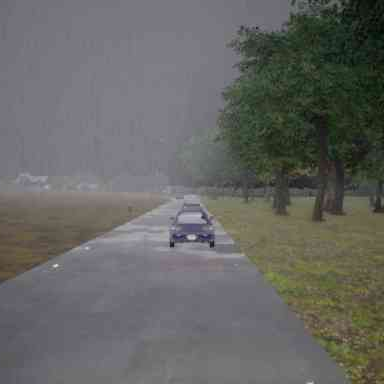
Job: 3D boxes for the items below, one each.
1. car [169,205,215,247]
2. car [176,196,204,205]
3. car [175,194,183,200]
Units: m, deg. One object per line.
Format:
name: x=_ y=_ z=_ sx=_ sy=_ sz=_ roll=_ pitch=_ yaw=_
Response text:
car: x=0.000 y=1.509 z=14.648 sx=1.812 sy=1.442 sz=4.674 roll=0 pitch=0 yaw=0
car: x=0.000 y=1.427 z=29.649 sx=2.128 sy=1.511 sz=4.902 roll=0 pitch=0 yaw=0
car: x=-2.750 y=1.193 z=75.946 sx=2.033 sy=1.411 sz=5.357 roll=0 pitch=0 yaw=0
